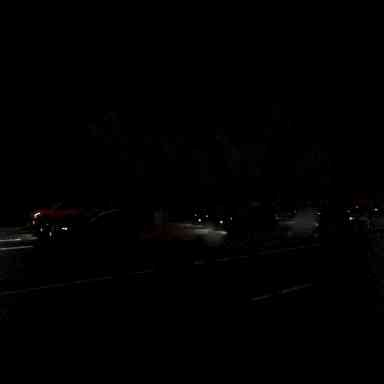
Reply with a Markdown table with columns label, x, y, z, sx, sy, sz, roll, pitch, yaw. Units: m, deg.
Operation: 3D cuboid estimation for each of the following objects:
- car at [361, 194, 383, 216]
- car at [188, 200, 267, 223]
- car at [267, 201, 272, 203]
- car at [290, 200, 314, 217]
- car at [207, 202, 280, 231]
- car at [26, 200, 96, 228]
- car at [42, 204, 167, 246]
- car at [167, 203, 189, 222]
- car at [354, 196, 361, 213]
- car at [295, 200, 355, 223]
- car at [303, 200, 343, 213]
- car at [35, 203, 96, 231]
| label | x | y | z | sx | sy | sz | roll | pitch | yaw |
| --- | --- | --- | --- | --- | --- | --- | --- | --- | --- |
| car | 18.745 | 1.221 | 31.418 | 5.566 | 2.045 | 2.150 | 0 | 0 | -36 |
| car | 2.693 | 1.547 | 24.358 | 5.357 | 1.411 | 2.033 | 0 | 0 | -36 |
| car | 6.219 | 1.526 | 31.146 | 4.674 | 1.442 | 1.812 | 0 | 0 | -35 |
| car | 10.944 | 1.505 | 30.208 | 4.892 | 1.490 | 1.837 | 0 | 0 | -35 |
| car | 3.324 | 1.564 | 20.506 | 4.181 | 1.385 | 1.994 | 0 | 0 | -35 |
| car | -7.931 | 1.352 | 21.068 | 4.553 | 1.767 | 2.097 | 0 | 0 | -35 |
| car | -3.921 | 1.492 | 15.330 | 4.902 | 1.511 | 2.128 | 0 | 0 | -36 |
| car | -0.909 | 1.564 | 26.086 | 4.181 | 1.385 | 1.994 | 0 | 0 | -36 |
| car | 19.435 | 1.221 | 36.197 | 5.566 | 2.045 | 2.150 | 0 | 0 | -35 |
| car | 10.175 | 1.564 | 25.383 | 4.181 | 1.385 | 1.994 | 0 | 0 | -35 |
| car | 14.623 | 1.601 | 37.074 | 4.718 | 1.301 | 1.895 | 0 | 0 | -36 |
| car | -5.522 | 1.547 | 18.532 | 5.357 | 1.411 | 2.033 | 0 | 0 | -35 |
